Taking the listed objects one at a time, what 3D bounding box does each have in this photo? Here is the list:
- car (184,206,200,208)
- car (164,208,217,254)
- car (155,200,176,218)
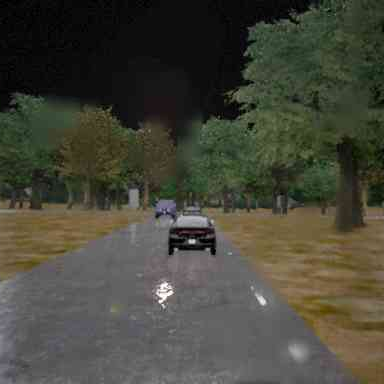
[{"bbox_3d":[0.015,1.991,29.339,2.128,1.511,4.902,0,-1,0],"label":"car"},{"bbox_3d":[0.012,1.674,14.516,1.882,1.535,5.008,0,-1,0],"label":"car"},{"bbox_3d":[-2.987,1.950,38.714,2.150,2.045,5.566,0,-2,0],"label":"car"}]
